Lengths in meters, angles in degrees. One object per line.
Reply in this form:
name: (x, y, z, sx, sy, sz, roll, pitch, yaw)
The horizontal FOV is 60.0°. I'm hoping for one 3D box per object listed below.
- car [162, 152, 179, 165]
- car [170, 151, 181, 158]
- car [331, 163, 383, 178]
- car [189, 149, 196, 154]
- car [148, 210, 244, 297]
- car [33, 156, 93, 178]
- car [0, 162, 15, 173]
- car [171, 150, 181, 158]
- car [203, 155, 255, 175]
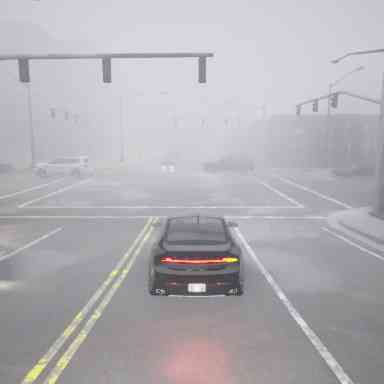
car: (-3.544, -4.888, 50.673, 2.033, 1.411, 5.357, 0, 9, 0)
car: (-3.505, -6.645, 60.803, 2.097, 1.767, 4.553, 0, 9, 0)
car: (16.677, -2.146, 32.826, 5.357, 1.411, 2.033, 0, 9, 2)
car: (0.093, -10.924, 89.926, 1.994, 1.385, 4.181, 0, 9, 0)
car: (0.080, 1.201, 8.008, 1.837, 1.490, 4.892, 0, 4, 0)
car: (-12.677, -2.482, 32.899, 5.566, 2.045, 2.150, 0, 9, 0)
car: (-22.479, -2.696, 36.449, 5.357, 1.411, 2.033, 0, 9, 0)
car: (-3.427, -8.084, 70.981, 1.882, 1.535, 5.008, 0, 9, 0)
car: (4.016, -3.003, 36.287, 5.566, 2.045, 2.150, 0, 9, 0)
